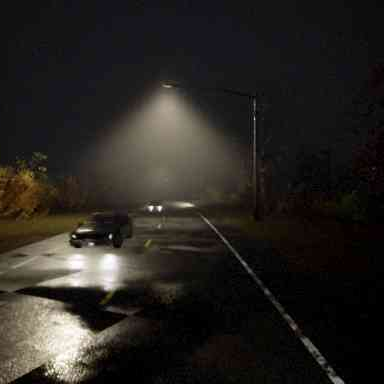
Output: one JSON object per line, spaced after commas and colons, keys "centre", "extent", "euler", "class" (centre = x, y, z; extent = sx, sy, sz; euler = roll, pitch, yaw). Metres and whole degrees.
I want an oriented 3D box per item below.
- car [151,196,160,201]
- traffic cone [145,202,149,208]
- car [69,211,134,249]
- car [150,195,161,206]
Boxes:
{"centre": [-10.379, 1.754, 93.546], "extent": [1.837, 1.490, 4.892], "euler": [0, 0, -14], "class": "car"}
{"centre": [-6.883, 2.059, 49.215], "extent": [0.340, 0.580, 0.340], "euler": [0, 0, -5], "class": "traffic cone"}
{"centre": [-3.818, 1.572, 15.072], "extent": [2.033, 1.411, 5.357], "euler": [0, 0, -1], "class": "car"}
{"centre": [-6.279, 1.727, 57.912], "extent": [1.895, 1.301, 4.718], "euler": [0, 0, -5], "class": "car"}
